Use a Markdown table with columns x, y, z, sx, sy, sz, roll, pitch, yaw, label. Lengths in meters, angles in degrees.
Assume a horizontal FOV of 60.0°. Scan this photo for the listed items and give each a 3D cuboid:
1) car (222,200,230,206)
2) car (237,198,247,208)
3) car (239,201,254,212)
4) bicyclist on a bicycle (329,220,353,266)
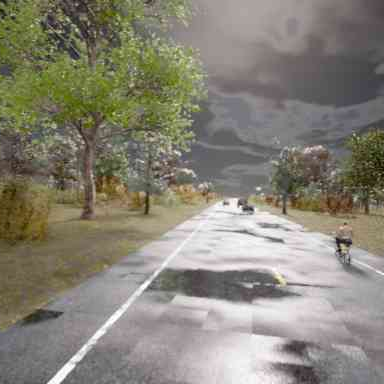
| x | y | z | sx | sy | sz | roll | pitch | yaw | label |
| --- | --- | --- | --- | --- | --- | --- | --- | --- | --- |
| 8.709 | 2.767 | 84.653 | 2.033 | 1.411 | 5.357 | 3 | -1 | 6 | car |
| 10.990 | 2.446 | 72.817 | 2.150 | 2.045 | 5.566 | 3 | -1 | 6 | car |
| 9.160 | 2.566 | 54.684 | 1.895 | 1.301 | 4.718 | 3 | -1 | 6 | car |
| 5.583 | 1.821 | 12.294 | 0.866 | 1.612 | 1.509 | 3 | -1 | 6 | bicyclist on a bicycle |
